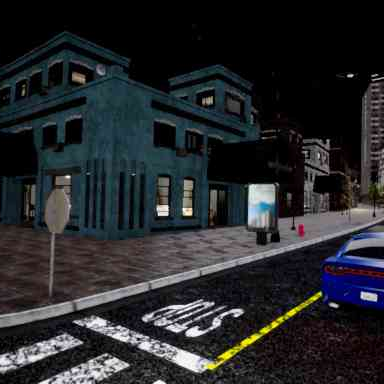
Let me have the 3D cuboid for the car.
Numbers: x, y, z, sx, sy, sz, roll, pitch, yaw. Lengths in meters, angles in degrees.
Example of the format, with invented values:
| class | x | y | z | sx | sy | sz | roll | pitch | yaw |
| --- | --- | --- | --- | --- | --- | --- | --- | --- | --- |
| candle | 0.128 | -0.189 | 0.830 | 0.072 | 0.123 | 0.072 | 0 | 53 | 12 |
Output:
| class | x | y | z | sx | sy | sz | roll | pitch | yaw |
| --- | --- | --- | --- | --- | --- | --- | --- | --- | --- |
| car | 4.480 | 1.647 | 7.443 | 1.882 | 1.535 | 5.008 | 0 | -2 | 39 |
